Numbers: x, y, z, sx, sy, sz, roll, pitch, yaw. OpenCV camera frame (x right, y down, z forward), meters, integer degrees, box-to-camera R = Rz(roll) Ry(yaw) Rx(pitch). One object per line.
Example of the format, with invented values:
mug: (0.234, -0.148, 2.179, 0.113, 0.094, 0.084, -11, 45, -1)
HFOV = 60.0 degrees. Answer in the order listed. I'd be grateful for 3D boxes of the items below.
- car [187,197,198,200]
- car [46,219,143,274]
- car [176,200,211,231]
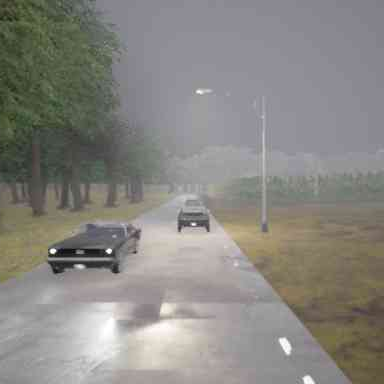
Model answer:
car: (0.082, 1.398, 43.036, 2.128, 1.511, 4.902, 0, 0, 0)
car: (-2.848, 1.592, 10.684, 1.895, 1.301, 4.718, 0, 0, 0)
car: (0.093, 1.481, 20.344, 1.837, 1.490, 4.892, 0, 0, 0)
